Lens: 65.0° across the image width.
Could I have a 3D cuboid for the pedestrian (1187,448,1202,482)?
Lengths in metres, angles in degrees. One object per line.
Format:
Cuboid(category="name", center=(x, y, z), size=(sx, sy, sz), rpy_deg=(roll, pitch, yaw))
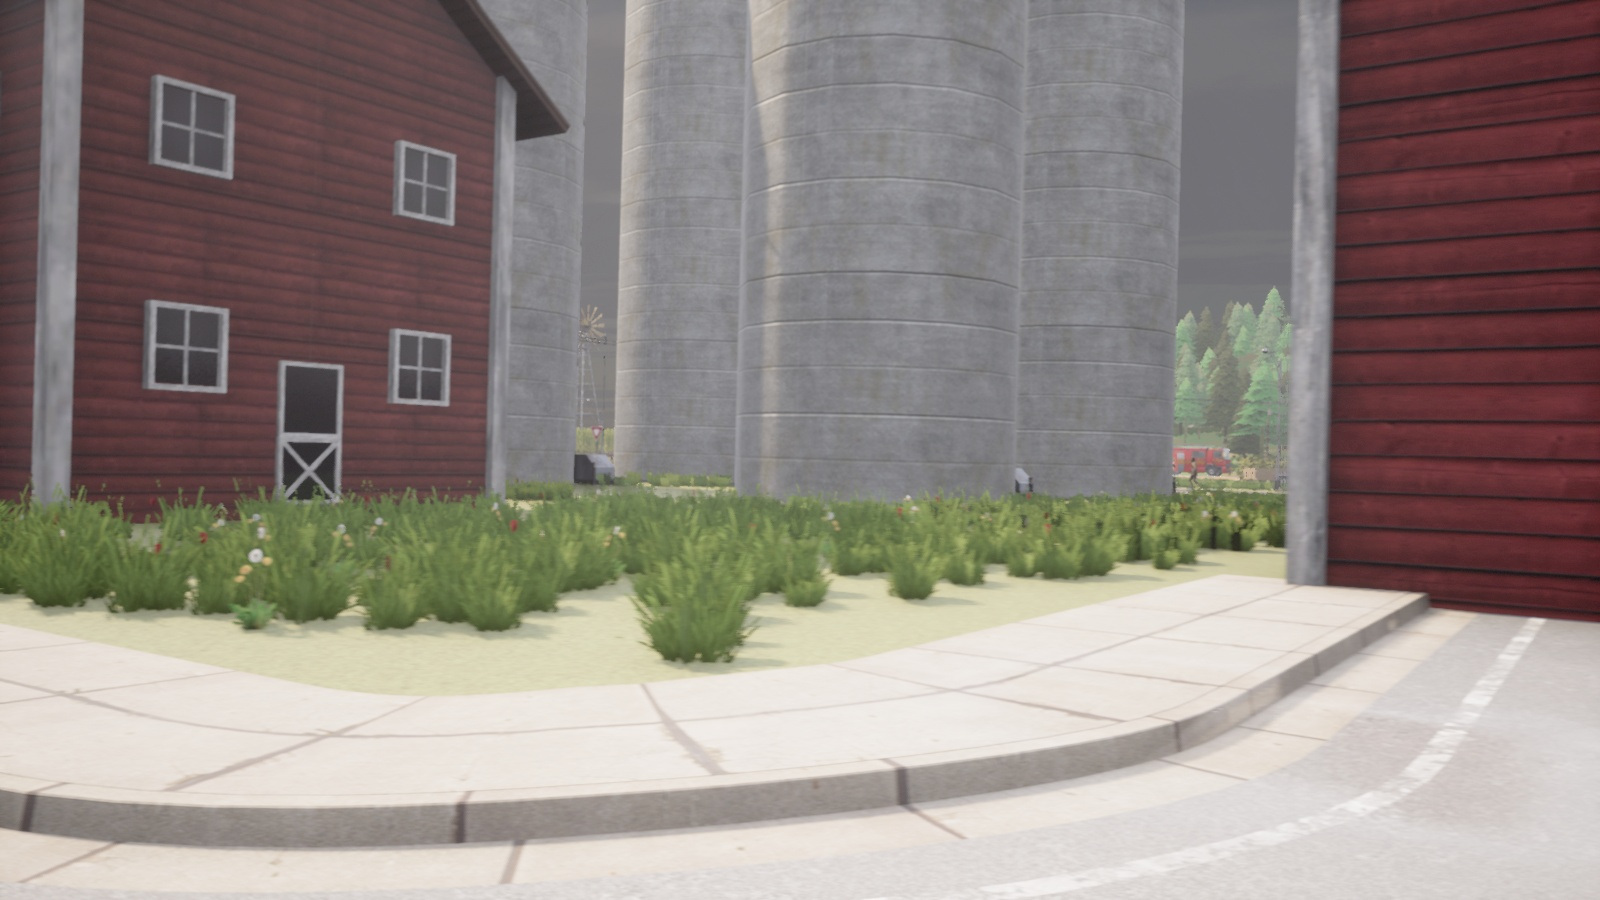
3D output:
Cuboid(category="pedestrian", center=(22.093, 0.842, 70.287), size=(0.692, 1.930, 0.396), rpy_deg=(0, 0, 33))
